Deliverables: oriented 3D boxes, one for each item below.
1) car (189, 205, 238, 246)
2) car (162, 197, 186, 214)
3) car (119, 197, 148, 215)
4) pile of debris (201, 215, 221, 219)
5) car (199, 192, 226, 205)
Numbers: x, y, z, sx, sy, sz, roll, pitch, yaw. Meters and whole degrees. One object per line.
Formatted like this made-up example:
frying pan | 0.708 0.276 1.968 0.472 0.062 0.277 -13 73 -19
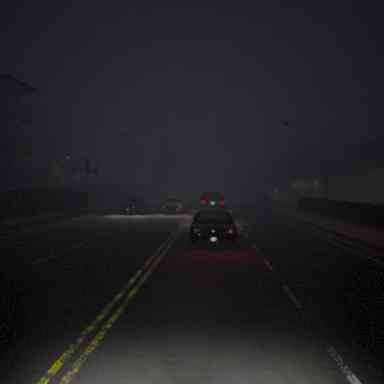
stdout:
car | 0.935 1.479 14.758 1.895 1.301 4.718 0 0 3
car | -1.658 1.200 31.763 1.882 1.535 5.008 0 0 4
car | -5.262 1.223 30.411 1.837 1.490 4.892 0 0 4
pile of debris | 1.511 1.961 26.053 1.500 0.140 1.860 0 0 4
car | 1.805 0.983 29.107 2.150 2.045 5.566 0 1 4
